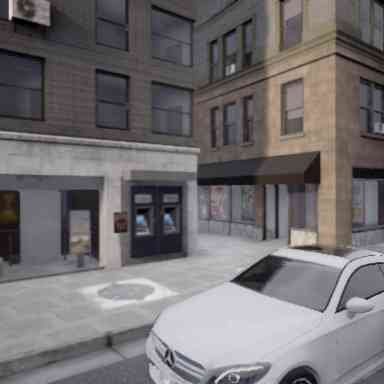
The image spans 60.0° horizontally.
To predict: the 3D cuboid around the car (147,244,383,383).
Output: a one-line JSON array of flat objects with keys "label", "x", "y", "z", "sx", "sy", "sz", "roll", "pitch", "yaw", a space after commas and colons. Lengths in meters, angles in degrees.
[{"label": "car", "x": 1.674, "y": 1.509, "z": 4.498, "sx": 4.674, "sy": 1.442, "sz": 1.812, "roll": 0, "pitch": 0, "yaw": -35}]
